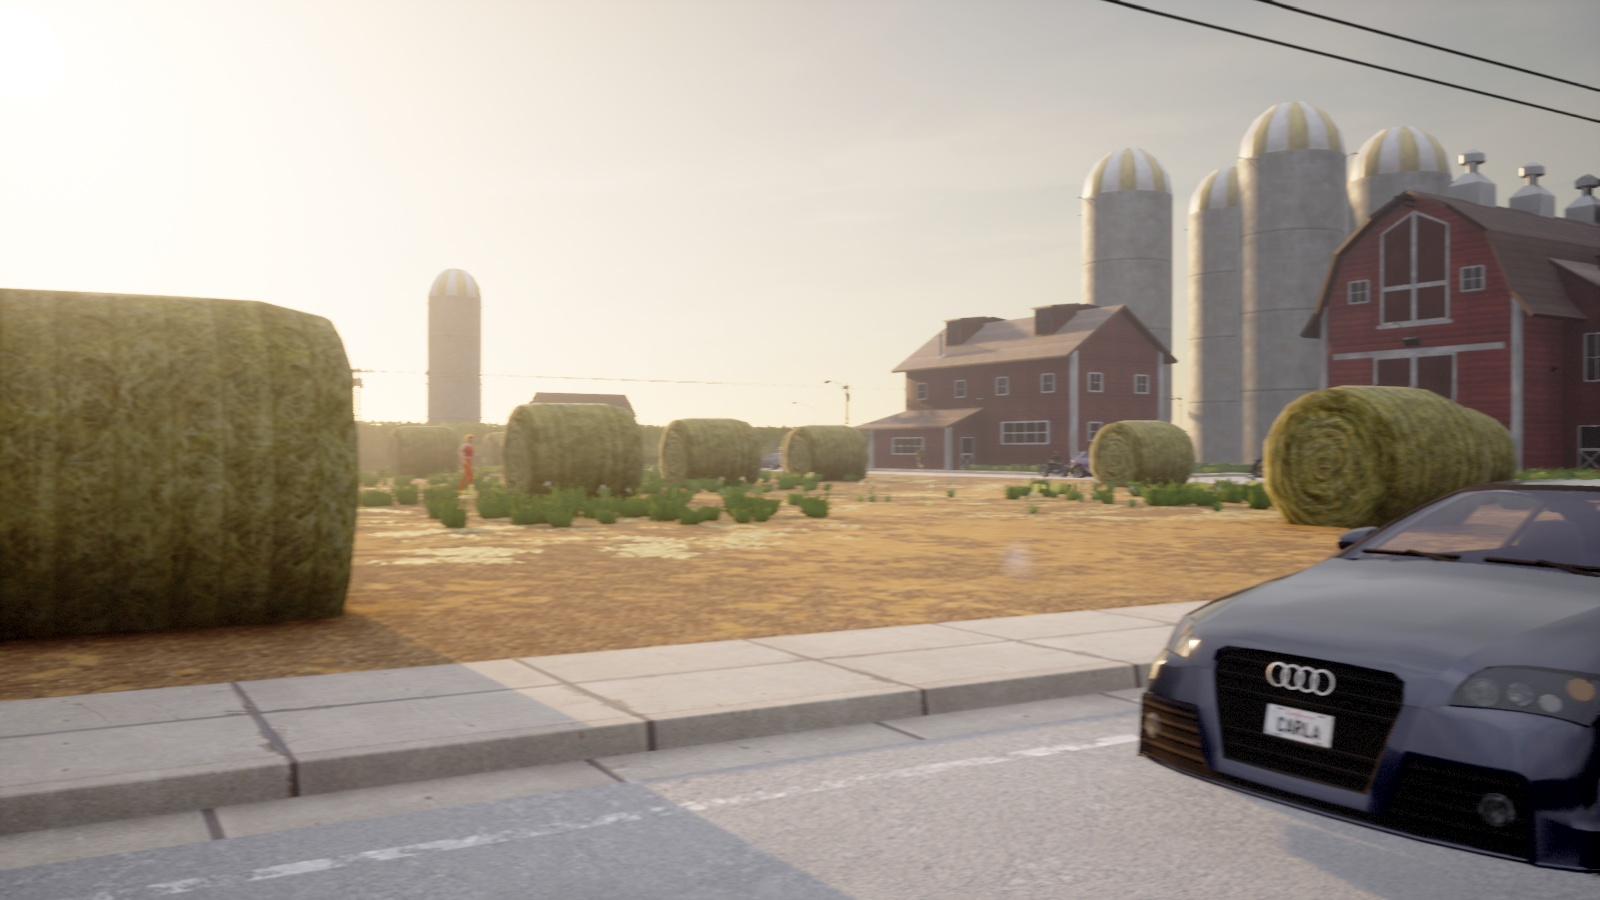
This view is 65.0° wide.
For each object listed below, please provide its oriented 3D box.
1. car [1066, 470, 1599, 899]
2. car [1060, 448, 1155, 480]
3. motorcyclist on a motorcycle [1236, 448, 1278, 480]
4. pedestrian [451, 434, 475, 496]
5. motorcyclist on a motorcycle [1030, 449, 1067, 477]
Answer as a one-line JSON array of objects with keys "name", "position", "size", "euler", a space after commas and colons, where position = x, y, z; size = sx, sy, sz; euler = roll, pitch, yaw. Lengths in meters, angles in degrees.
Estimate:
[{"name": "car", "position": [3.436, 0.812, 5.573], "size": [4.181, 1.385, 1.994], "euler": [0, 0, -31]}, {"name": "car", "position": [16.234, 0.728, 66.561], "size": [2.033, 1.649, 4.856], "euler": [0, 0, -32]}, {"name": "motorcyclist on a motorcycle", "position": [22.794, 0.687, 62.634], "size": [0.866, 1.590, 1.817], "euler": [0, 0, -32]}, {"name": "pedestrian", "position": [-10.139, 0.450, 37.748], "size": [0.594, 1.836, 0.345], "euler": [0, 0, 12]}, {"name": "motorcyclist on a motorcycle", "position": [14.884, 0.772, 75.366], "size": [0.766, 1.649, 2.350], "euler": [0, 0, -32]}]
